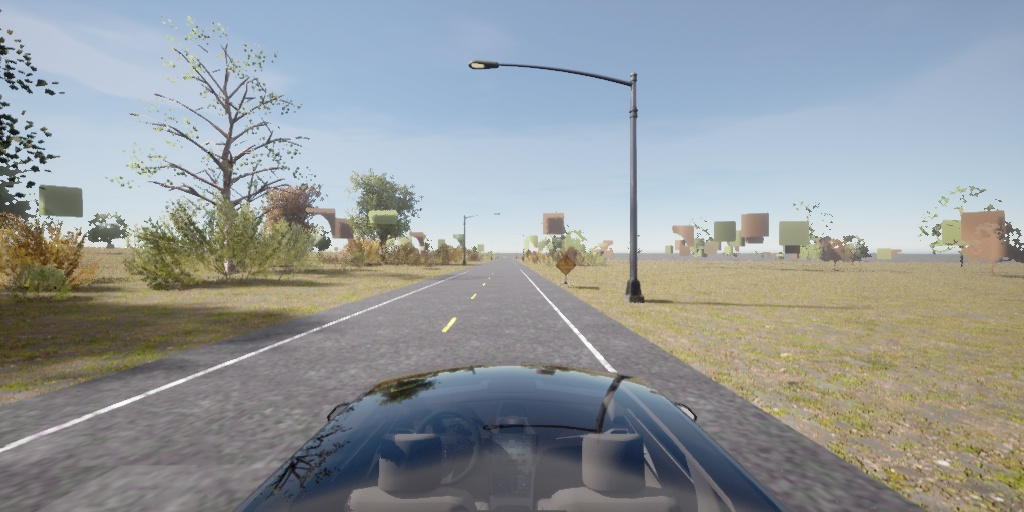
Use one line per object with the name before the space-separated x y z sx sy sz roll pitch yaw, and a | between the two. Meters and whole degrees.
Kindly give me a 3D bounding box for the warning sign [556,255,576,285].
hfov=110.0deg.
warning sign | 3.371 0.860 22.442 1.300 1.860 1.060 0 0 -1
